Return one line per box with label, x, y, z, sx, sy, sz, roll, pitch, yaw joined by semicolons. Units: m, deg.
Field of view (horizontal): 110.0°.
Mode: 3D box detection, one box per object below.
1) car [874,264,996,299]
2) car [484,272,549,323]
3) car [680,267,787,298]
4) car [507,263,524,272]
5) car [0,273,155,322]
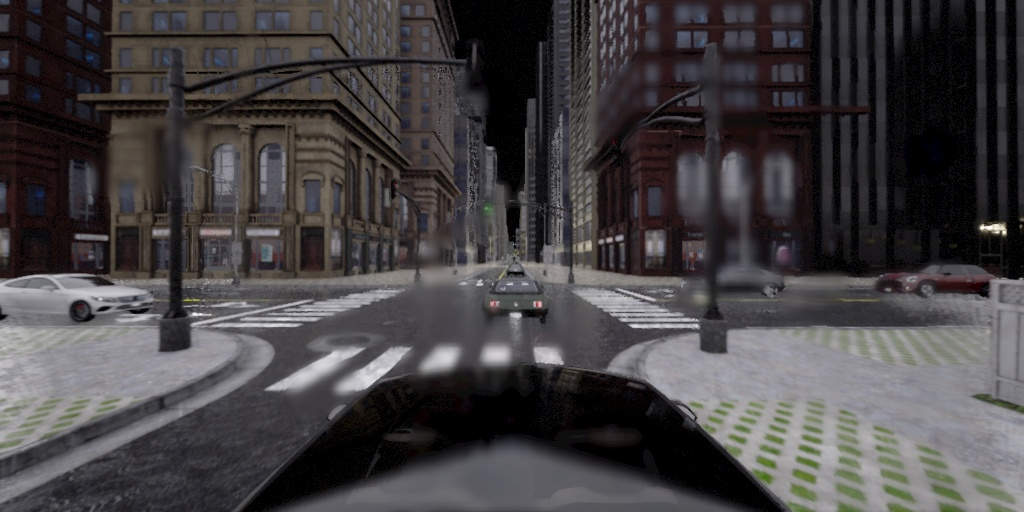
car;21.453;1.186;18.274;4.553;1.767;2.097;0;0;1
car;0.148;1.400;12.305;1.895;1.301;4.718;0;0;1
car;11.212;1.323;18.318;4.902;1.511;2.128;0;0;0
car;0.422;1.544;42.538;1.994;1.385;4.181;0;0;0
car;-14.604;1.301;11.807;4.674;1.442;1.812;0;0;2
